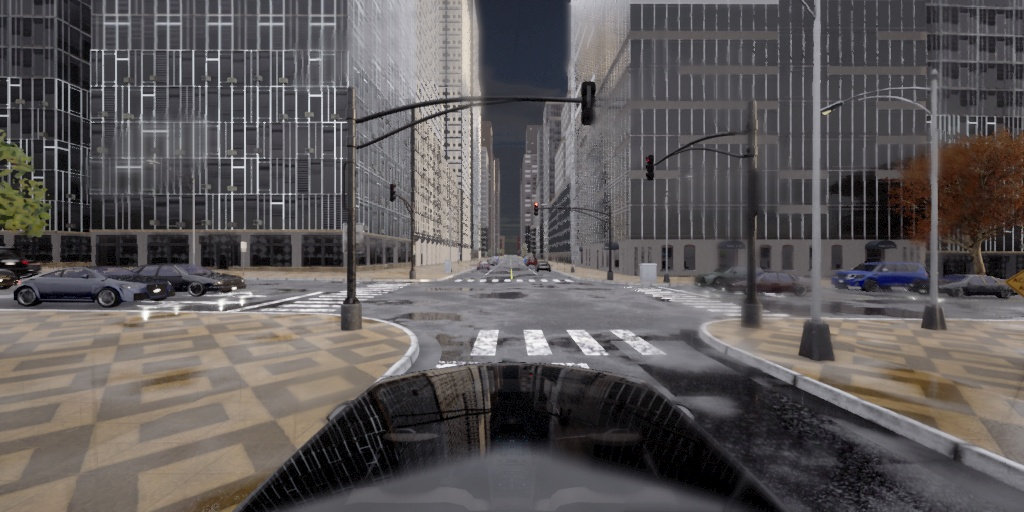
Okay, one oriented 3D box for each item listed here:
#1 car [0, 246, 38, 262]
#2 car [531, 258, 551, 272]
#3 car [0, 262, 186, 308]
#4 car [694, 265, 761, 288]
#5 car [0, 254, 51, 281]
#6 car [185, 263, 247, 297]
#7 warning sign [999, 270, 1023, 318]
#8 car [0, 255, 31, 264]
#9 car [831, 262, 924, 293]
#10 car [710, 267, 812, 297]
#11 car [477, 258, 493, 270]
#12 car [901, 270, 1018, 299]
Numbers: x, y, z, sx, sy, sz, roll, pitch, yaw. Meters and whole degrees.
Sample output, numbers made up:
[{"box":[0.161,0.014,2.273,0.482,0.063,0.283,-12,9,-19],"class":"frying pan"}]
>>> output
[{"box":[-29.637,0.452,19.158,5.566,2.045,2.150,1,0,-3],"class":"car"},{"box":[3.912,1.326,45.690,1.948,1.339,4.313,0,0,0],"class":"car"},{"box":[-15.083,1.062,13.133,4.181,1.385,1.994,1,0,-3],"class":"car"},{"box":[14.990,1.394,24.498,4.553,1.767,2.097,1,0,-3],"class":"car"},{"box":[-32.589,0.666,22.286,4.902,1.511,2.128,1,0,-3],"class":"car"},{"box":[-15.357,1.039,16.408,5.357,1.411,2.033,1,0,0],"class":"car"},{"box":[17.271,1.203,11.892,1.060,1.860,1.300,0,0,-3],"class":"warning sign"},{"box":[-25.279,0.815,15.914,4.892,1.490,1.837,1,0,-3],"class":"car"},{"box":[25.599,1.457,24.994,5.566,2.045,2.150,1,0,-3],"class":"car"},{"box":[15.122,1.593,21.250,5.357,1.411,2.033,1,0,-3],"class":"car"},{"box":[-4.043,1.339,51.180,1.802,1.307,4.207,0,0,0],"class":"car"},{"box":[27.572,1.815,21.833,5.357,1.411,2.033,1,0,-3],"class":"car"}]
